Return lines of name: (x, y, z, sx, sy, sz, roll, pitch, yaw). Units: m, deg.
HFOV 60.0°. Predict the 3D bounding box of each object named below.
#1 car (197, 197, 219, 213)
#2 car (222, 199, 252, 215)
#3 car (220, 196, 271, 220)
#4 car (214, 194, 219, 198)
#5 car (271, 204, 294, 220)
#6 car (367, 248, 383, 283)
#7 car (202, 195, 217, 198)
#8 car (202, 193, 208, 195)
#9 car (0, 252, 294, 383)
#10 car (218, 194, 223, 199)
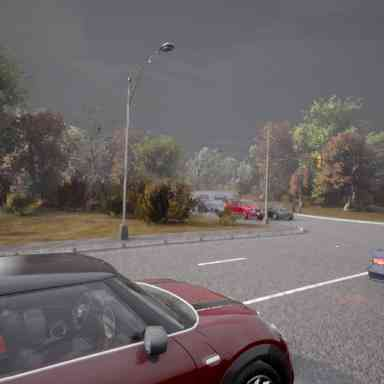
car: (2.085, 1.966, 44.939, 1.837, 1.490, 4.892, 3, 0, -18)
car: (5.981, 1.999, 44.433, 2.097, 1.767, 4.553, 3, 0, -19)
car: (5.573, 1.813, 35.677, 2.150, 2.045, 5.566, 3, -1, -22)
car: (6.368, 1.173, 79.475, 1.994, 1.385, 4.181, 2, 2, -1)
car: (9.074, 2.101, 36.459, 2.097, 1.767, 4.553, 3, -1, -23)
car: (6.573, 1.664, 8.462, 5.357, 1.411, 2.033, 2, -1, -36)
car: (2.359, 1.821, 56.961, 1.994, 1.385, 4.181, 2, 2, -13)
car: (2.914, 1.052, 78.394, 2.128, 1.511, 4.902, 2, 2, -1)
car: (-1.180, 1.354, 2.905, 4.553, 1.767, 2.097, 0, 0, -36)
car: (7.450, 1.566, 69.271, 1.837, 1.490, 4.892, 2, 3, -8)
